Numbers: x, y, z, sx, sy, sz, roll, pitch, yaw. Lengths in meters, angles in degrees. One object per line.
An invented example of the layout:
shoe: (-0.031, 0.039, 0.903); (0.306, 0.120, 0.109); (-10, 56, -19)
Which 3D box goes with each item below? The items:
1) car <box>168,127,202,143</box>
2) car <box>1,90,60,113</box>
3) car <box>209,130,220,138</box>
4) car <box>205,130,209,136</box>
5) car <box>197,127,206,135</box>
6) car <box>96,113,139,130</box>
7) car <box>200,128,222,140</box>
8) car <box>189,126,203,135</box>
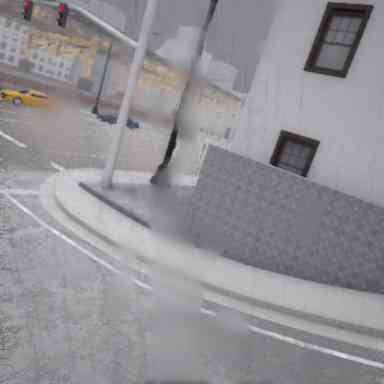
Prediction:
car: (-1.417, -8.324, 48.228); (2.128, 1.511, 4.902); (26, 15, 34)
car: (-14.643, -8.526, 30.485); (1.882, 1.535, 5.008); (26, 15, 34)
car: (4.893, -15.000, 85.233); (4.536, 1.218, 1.853); (12, 14, -26)
car: (2.273, -14.598, 80.545); (2.038, 1.542, 4.974); (18, 12, -2)
car: (2.322, -14.756, 80.562); (1.853, 1.218, 4.536); (18, 12, -2)
car: (-8.458, -8.374, 38.826); (2.033, 1.411, 5.357); (26, 15, 34)
car: (4.891, -14.844, 85.289); (4.974, 1.542, 2.038); (12, 14, -26)
car: (-0.473, -14.792, 76.799); (4.536, 1.218, 1.853); (15, 13, -11)
